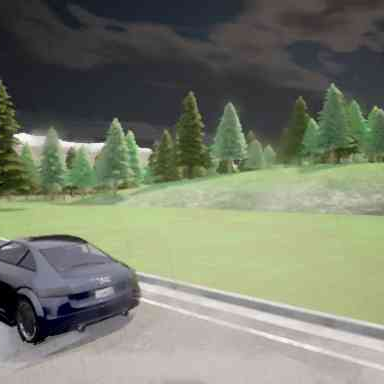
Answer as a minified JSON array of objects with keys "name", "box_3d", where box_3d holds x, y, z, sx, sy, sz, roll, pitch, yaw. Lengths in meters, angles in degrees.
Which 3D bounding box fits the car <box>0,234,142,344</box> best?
[{"name":"car","box_3d":[-2.932,1.534,6.461,4.181,1.385,1.994,0,0,39]}]
